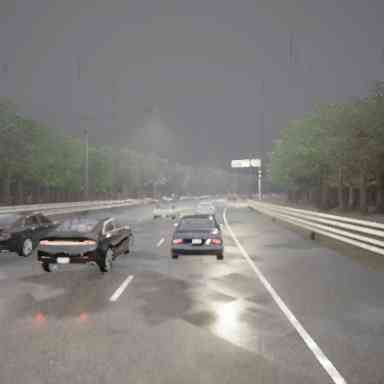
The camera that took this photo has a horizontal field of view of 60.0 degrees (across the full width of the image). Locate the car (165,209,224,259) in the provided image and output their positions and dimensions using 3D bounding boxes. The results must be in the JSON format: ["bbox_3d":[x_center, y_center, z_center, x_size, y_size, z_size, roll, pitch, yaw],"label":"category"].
[{"bbox_3d":[0.245,1.604,12.918,2.033,1.411,5.357,0,0,2],"label":"car"}]

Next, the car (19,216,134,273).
[{"bbox_3d":[-3.192,1.534,10.846,2.128,1.511,4.902,0,0,2],"label":"car"}]

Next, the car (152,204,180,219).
[{"bbox_3d":[-2.204,1.727,29.731,1.895,1.301,4.718,0,0,4],"label":"car"}]

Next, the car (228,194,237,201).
[{"bbox_3d":[11.633,1.577,94.971,2.150,2.045,5.566,0,0,14],"label":"car"}]

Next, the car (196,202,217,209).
[{"bbox_3d":[1.344,1.666,31.458,1.812,1.442,4.674,0,0,5],"label":"car"}]

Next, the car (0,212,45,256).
[{"bbox_3d":[-6.624,1.551,13.091,1.837,1.490,4.892,0,0,2],"label":"car"}]
